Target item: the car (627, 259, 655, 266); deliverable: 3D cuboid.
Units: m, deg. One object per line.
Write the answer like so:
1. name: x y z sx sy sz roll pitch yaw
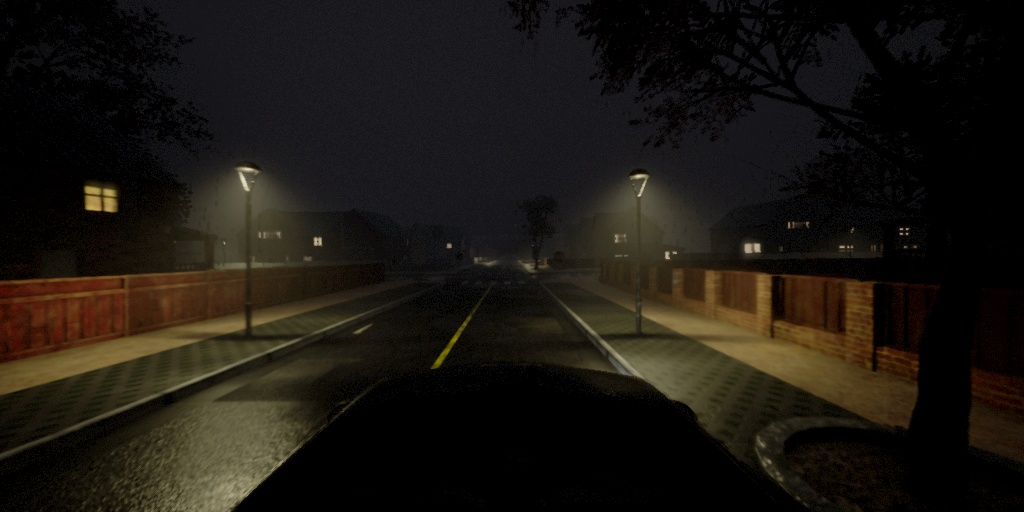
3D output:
1. car: 11.416 1.029 31.320 4.902 1.511 2.128 -1 2 0
